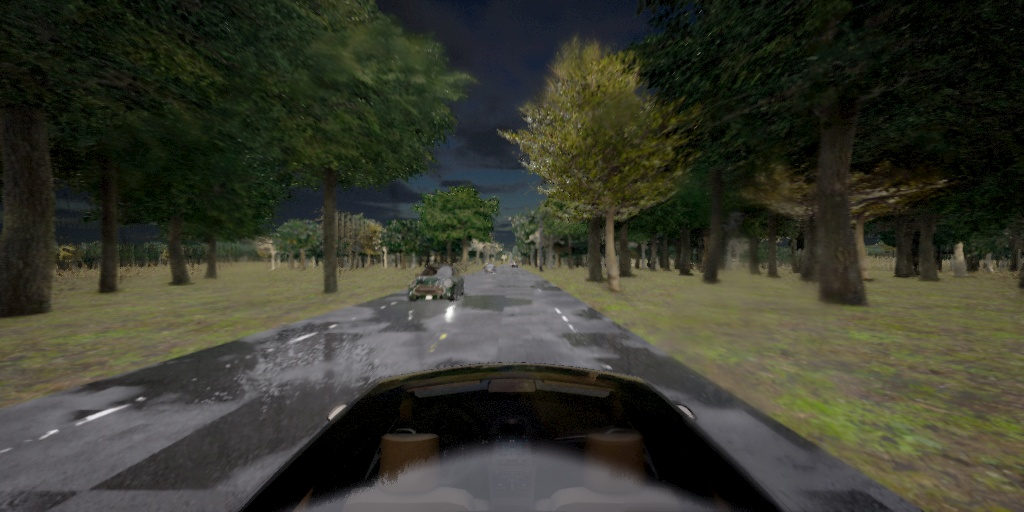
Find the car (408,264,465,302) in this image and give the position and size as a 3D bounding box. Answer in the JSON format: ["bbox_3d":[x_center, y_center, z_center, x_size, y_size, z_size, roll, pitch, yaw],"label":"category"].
[{"bbox_3d":[-3.599,1.220,17.801,2.097,1.767,4.553,0,0,0],"label":"car"}]

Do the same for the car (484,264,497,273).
[{"bbox_3d":[-3.552,2.020,59.304,1.812,1.442,4.674,0,-1,1],"label":"car"}]
